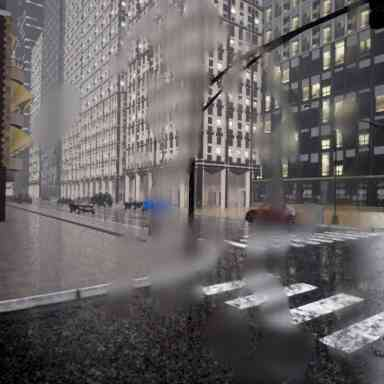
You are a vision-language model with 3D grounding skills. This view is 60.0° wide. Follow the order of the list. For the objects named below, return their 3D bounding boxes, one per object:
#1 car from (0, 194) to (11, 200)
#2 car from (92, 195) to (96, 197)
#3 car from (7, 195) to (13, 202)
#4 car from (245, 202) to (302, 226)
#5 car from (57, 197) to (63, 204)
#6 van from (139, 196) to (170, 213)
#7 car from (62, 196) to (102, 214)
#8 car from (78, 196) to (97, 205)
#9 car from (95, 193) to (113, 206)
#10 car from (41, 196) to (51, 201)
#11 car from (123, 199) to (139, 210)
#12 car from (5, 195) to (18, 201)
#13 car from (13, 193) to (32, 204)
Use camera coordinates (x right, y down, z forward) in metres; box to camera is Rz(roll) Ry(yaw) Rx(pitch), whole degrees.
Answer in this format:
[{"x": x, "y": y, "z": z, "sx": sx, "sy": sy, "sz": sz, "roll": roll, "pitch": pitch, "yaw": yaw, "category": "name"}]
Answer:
[{"x": -46.801, "y": 1.364, "z": 83.399, "sx": 1.752, "sy": 1.417, "sz": 4.829, "roll": 1, "pitch": -1, "yaw": -35, "category": "car"}, {"x": -17.324, "y": 1.513, "z": 51.866, "sx": 2.033, "sy": 1.411, "sz": 5.357, "roll": 1, "pitch": -1, "yaw": -35, "category": "car"}, {"x": -37.088, "y": 1.395, "z": 69.717, "sx": 1.947, "sy": 1.339, "sz": 4.313, "roll": 1, "pitch": -1, "yaw": -35, "category": "car"}, {"x": 5.715, "y": 1.503, "z": 23.904, "sx": 1.967, "sy": 1.590, "sz": 4.097, "roll": 1, "pitch": -1, "yaw": -35, "category": "car"}, {"x": -22.620, "y": 1.520, "z": 59.328, "sx": 1.994, "sy": 1.385, "sz": 4.181, "roll": 1, "pitch": -1, "yaw": -35, "category": "car"}, {"x": -4.093, "y": 1.380, "z": 37.722, "sx": 1.690, "sy": 1.788, "sz": 3.998, "roll": 1, "pitch": -1, "yaw": -35, "category": "van"}, {"x": -10.929, "y": 1.426, "z": 32.870, "sx": 2.008, "sy": 1.369, "sz": 4.403, "roll": 1, "pitch": -1, "yaw": -35, "category": "car"}, {"x": -18.520, "y": 1.523, "z": 58.824, "sx": 1.837, "sy": 1.490, "sz": 4.892, "roll": 1, "pitch": -1, "yaw": -35, "category": "car"}, {"x": -14.513, "y": 1.253, "z": 53.121, "sx": 2.150, "sy": 2.045, "sz": 5.566, "roll": 1, "pitch": -1, "yaw": -35, "category": "car"}, {"x": -36.797, "y": 1.568, "z": 83.779, "sx": 1.802, "sy": 1.307, "sz": 4.206, "roll": 1, "pitch": -1, "yaw": -35, "category": "car"}, {"x": -7.367, "y": 1.582, "z": 42.326, "sx": 2.008, "sy": 1.369, "sz": 4.403, "roll": 1, "pitch": -1, "yaw": -35, "category": "car"}, {"x": -40.357, "y": 1.377, "z": 74.323, "sx": 2.008, "sy": 1.369, "sz": 4.403, "roll": 1, "pitch": -1, "yaw": -35, "category": "car"}, {"x": -30.545, "y": 1.154, "z": 60.508, "sx": 2.192, "sy": 1.841, "sz": 5.009, "roll": 1, "pitch": -1, "yaw": -35, "category": "car"}]
